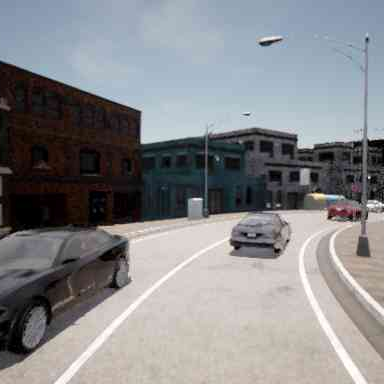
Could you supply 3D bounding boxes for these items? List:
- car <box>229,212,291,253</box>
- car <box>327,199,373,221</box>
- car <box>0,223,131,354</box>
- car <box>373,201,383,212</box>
[{"bbox_3d":[3.040,1.572,14.063,2.033,1.411,5.357,1,0,22],"label":"car"},{"bbox_3d":[13.763,1.527,29.233,4.553,1.767,2.097,1,1,-45],"label":"car"},{"bbox_3d":[-2.786,1.440,6.361,1.882,1.535,5.008,0,0,11],"label":"car"},{"bbox_3d":[22.311,1.795,41.511,4.674,1.442,1.812,1,1,-38],"label":"car"}]
